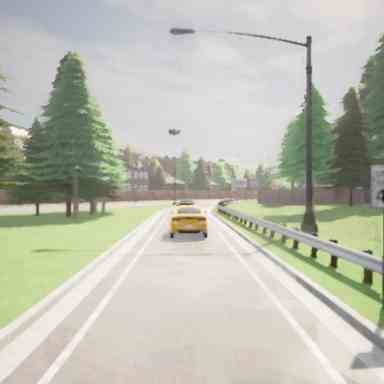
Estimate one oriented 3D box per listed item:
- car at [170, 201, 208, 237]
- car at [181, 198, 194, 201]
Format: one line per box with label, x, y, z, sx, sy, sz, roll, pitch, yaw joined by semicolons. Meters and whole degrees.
car;-0.194;1.460;18.021;1.882;1.535;5.008;0;0;-1
car;-0.475;1.470;36.133;1.837;1.490;4.892;0;0;2
